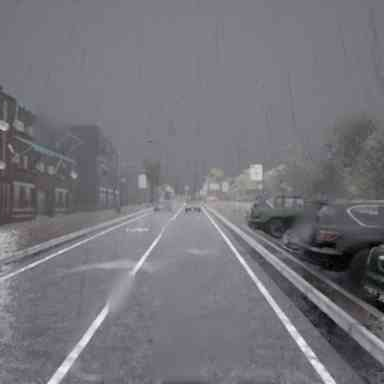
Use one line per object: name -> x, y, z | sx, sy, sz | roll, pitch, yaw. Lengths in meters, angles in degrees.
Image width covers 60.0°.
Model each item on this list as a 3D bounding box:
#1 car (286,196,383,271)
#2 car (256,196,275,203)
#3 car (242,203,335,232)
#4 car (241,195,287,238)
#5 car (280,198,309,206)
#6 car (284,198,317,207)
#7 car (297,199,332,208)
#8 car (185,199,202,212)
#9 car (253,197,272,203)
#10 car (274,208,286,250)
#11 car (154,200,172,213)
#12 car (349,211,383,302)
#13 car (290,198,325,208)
car -> 5.623, 1.204, 8.567 | 5.566, 2.045, 2.435 | 0, 0, 0
car -> 18.761, 1.858, 85.050 | 4.553, 1.767, 2.185 | 0, -1, 0
car -> 5.593, 1.478, 19.777 | 4.892, 1.521, 2.231 | 0, 0, 0
car -> 5.626, 1.215, 16.977 | 5.566, 2.045, 2.435 | 0, 0, 0
car -> 18.708, 1.829, 60.714 | 4.674, 1.452, 2.002 | 0, 0, 0
car -> 18.703, 1.764, 57.438 | 4.892, 1.521, 2.231 | 0, 0, 0
car -> 18.701, 1.752, 51.016 | 4.674, 1.452, 2.002 | 0, 0, 0
car -> 0.102, 1.785, 42.112 | 1.895, 1.301, 4.718 | 0, 0, 0
car -> 18.690, 2.051, 88.219 | 4.674, 1.452, 2.002 | 0, 0, 0
car -> 5.601, 1.456, 11.372 | 4.892, 1.521, 2.231 | 0, 0, 0
car -> -3.342, 1.651, 39.253 | 2.128, 1.511, 4.902 | 0, 0, 0
car -> 5.564, 1.331, 5.766 | 4.553, 1.767, 2.185 | 0, 0, 0
car -> 18.712, 1.737, 54.165 | 5.008, 1.535, 2.097 | 0, 0, 0
